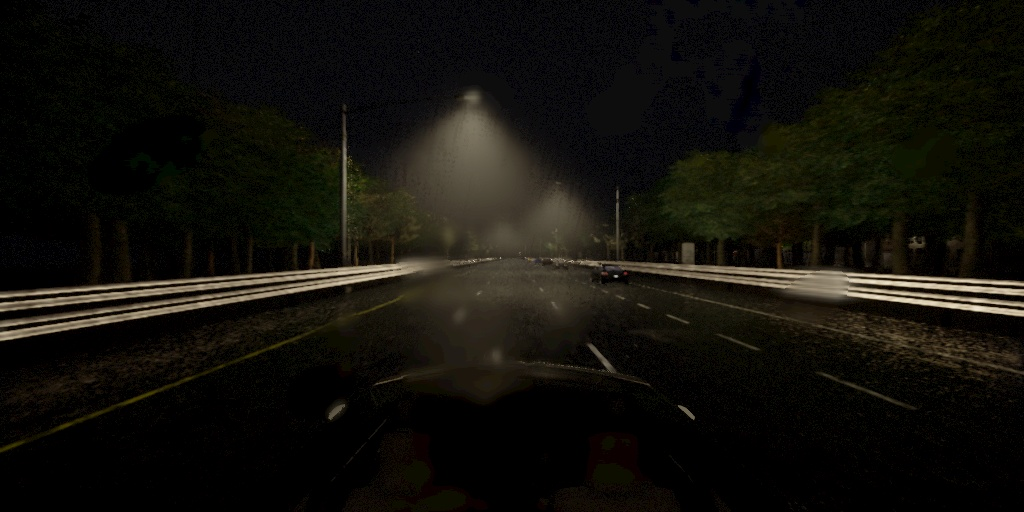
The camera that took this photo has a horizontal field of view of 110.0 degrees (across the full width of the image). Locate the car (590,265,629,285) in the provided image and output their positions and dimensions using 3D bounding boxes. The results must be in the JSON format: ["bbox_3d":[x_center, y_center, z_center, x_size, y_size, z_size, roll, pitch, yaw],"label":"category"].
[{"bbox_3d":[7.006,1.322,26.142,1.994,1.385,4.181,0,0,0],"label":"car"}]

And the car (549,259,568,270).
[{"bbox_3d":[7.008,1.373,53.118,1.895,1.301,4.718,0,0,0],"label":"car"}]
